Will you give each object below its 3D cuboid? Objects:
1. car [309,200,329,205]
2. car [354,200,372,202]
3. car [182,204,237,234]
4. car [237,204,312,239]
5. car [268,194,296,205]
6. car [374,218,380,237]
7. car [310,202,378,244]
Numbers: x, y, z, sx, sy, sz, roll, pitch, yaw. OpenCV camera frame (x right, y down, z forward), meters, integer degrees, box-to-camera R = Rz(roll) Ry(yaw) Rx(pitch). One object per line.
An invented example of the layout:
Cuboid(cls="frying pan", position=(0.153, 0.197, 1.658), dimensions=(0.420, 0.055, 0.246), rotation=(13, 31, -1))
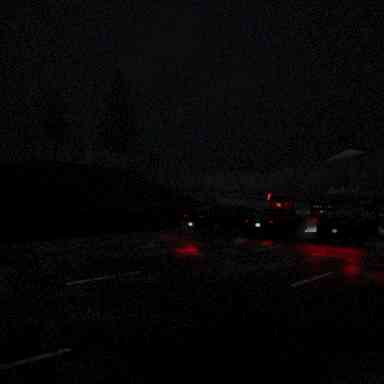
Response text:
Cuboid(cls="car", position=(12.006, 1.484, 31.040), dimensions=(2.128, 1.511, 4.902), rotation=(0, 0, 19))
Cuboid(cls="car", position=(15.197, 1.492, 29.600), dimensions=(1.837, 1.490, 4.892), rotation=(0, 0, 19))
Cuboid(cls="car", position=(1.502, 1.507, 19.483), dimensions=(1.837, 1.490, 4.892), rotation=(0, -1, 41))
Cuboid(cls="car", position=(4.470, 1.565, 17.624), dimensions=(1.994, 1.385, 4.181), rotation=(0, 0, 40))
Cuboid(cls="car", position=(8.495, 1.222, 31.456), dimensions=(2.150, 2.045, 5.566), rotation=(0, 0, 20))
Cuboid(cls="car", position=(7.928, 1.539, 10.783), dimensions=(2.033, 1.411, 5.357), rotation=(0, 0, 44))
Cuboid(cls="car", position=(7.567, 1.471, 15.909), dimensions=(1.882, 1.535, 5.008), rotation=(0, 0, 39))
